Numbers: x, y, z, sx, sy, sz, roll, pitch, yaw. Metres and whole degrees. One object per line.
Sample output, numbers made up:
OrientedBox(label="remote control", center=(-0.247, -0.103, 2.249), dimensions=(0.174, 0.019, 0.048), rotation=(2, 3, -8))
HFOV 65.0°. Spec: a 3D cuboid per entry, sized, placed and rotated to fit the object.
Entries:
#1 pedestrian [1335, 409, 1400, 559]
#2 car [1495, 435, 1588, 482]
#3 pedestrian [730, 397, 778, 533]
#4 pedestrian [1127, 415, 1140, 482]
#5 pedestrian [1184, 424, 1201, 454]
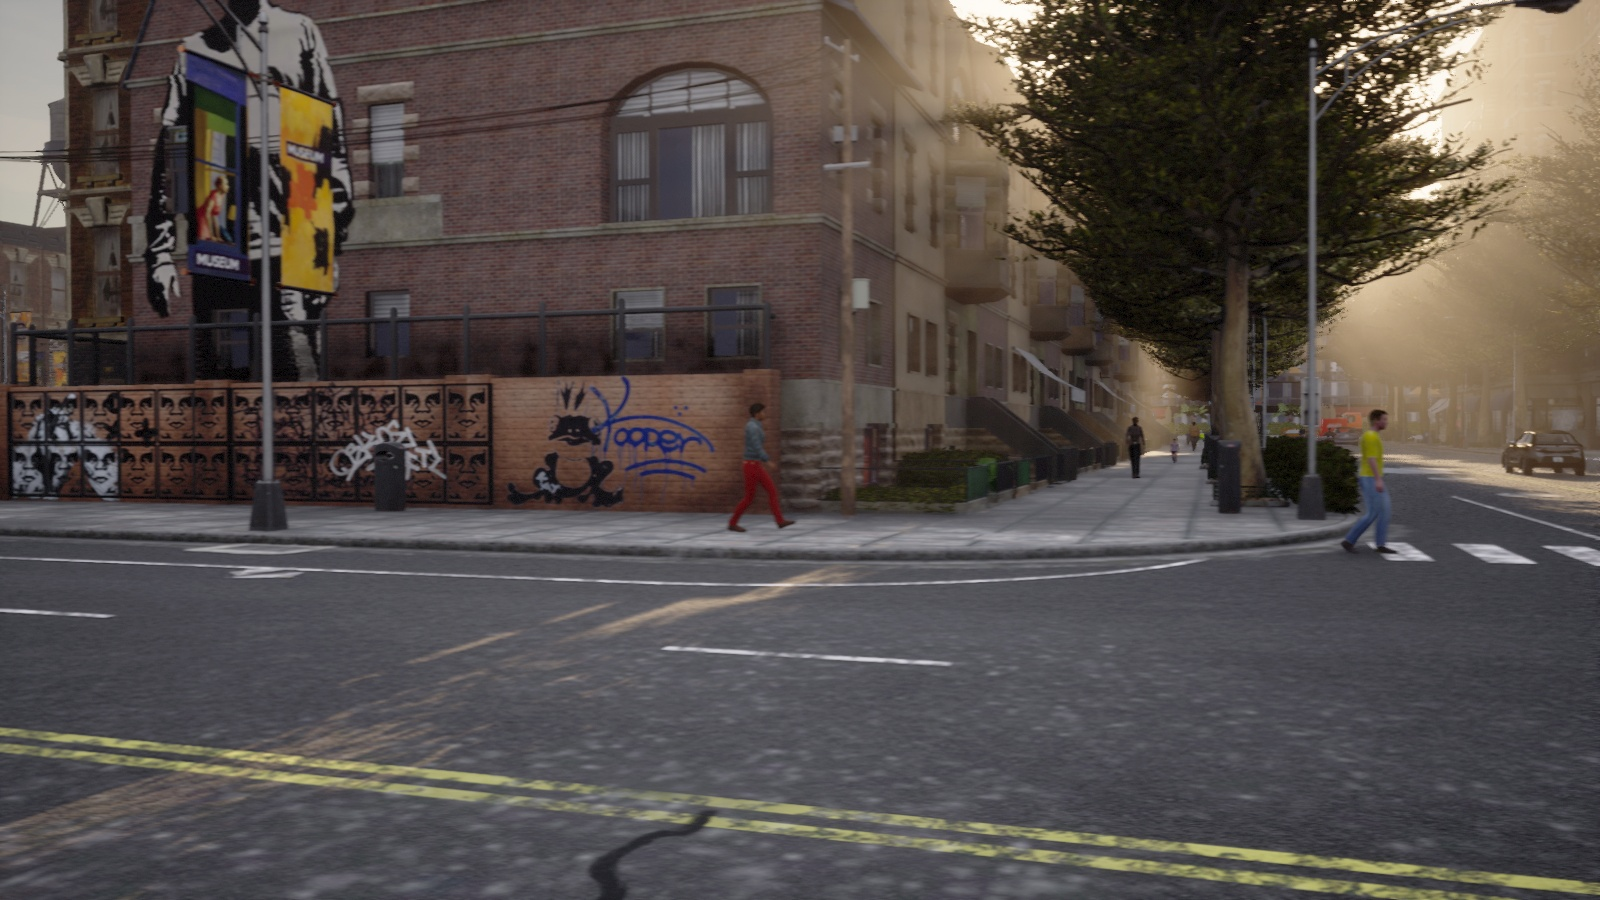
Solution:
OrientedBox(label="pedestrian", center=(7.083, 0.408, 15.682), dimensions=(0.706, 1.836, 0.354), rotation=(1, 1, 28))
OrientedBox(label="car", center=(24.836, 0.257, 42.190), dimensions=(1.816, 1.474, 4.193), rotation=(1, 1, 18))
OrientedBox(label="pedestrian", center=(-0.630, 0.204, 17.291), dimensions=(0.614, 1.847, 0.353), rotation=(0, 1, 6))
OrientedBox(label="pedestrian", center=(9.323, -0.044, 35.118), dimensions=(0.331, 1.846, 0.634), rotation=(0, 1, 13))
OrientedBox(label="pedestrian", center=(24.254, -0.668, 77.547), dimensions=(0.874, 1.855, 0.900), rotation=(1, 1, 25))
